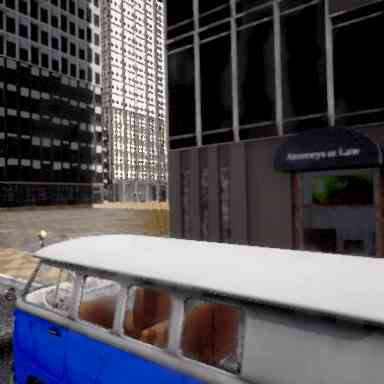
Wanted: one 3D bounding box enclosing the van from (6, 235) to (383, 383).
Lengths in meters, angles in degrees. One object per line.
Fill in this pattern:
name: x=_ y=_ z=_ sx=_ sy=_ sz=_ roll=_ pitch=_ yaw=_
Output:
van: x=0.035 y=1.355 z=2.871 sx=3.998 sy=1.788 sz=1.690 roll=-1 pitch=-1 yaw=35
